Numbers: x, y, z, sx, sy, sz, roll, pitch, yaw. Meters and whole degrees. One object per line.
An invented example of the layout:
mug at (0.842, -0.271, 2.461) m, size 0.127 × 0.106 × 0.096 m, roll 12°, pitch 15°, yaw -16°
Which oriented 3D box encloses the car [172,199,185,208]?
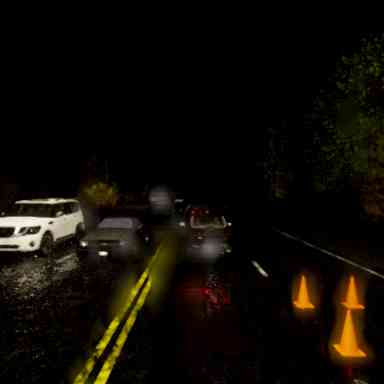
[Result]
car at (-2.310, 1.907, 56.761) m, size 2.128 × 1.511 × 4.902 m, roll 0°, pitch 0°, yaw 1°

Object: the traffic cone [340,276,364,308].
traffic cone at (3.285, 2.031, 6.826) m, size 0.340 × 0.580 × 0.340 m, roll 0°, pitch 0°, yaw 0°

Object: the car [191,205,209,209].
car at (0.757, 1.859, 31.797) m, size 1.895 × 1.301 × 4.718 m, roll 0°, pitch 0°, yaw 1°

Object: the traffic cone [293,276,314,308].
traffic cone at (2.285, 2.026, 6.832) m, size 0.340 × 0.580 × 0.340 m, roll 0°, pitch 0°, yaw 0°

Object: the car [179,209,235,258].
car at (0.578, 1.621, 13.304) m, size 1.837 × 1.490 × 4.892 m, roll 0°, pitch -1°, yaw 0°

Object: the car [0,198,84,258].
car at (-6.124, 1.297, 13.473) m, size 2.150 × 2.045 × 5.566 m, roll 0°, pitch 0°, yaw 0°

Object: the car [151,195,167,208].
car at (-5.558, 1.615, 56.498) m, size 2.150 × 2.045 × 5.566 m, roll 0°, pitch 0°, yaw 1°

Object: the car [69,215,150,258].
car at (-2.877, 1.642, 13.497) m, size 2.033 × 1.411 × 5.357 m, roll 0°, pitch 0°, yaw 0°

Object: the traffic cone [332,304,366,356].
traffic cone at (2.275, 2.009, 4.831) m, size 0.340 × 0.580 × 0.340 m, roll 0°, pitch 0°, yaw 0°
